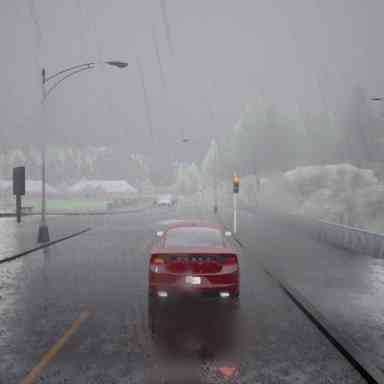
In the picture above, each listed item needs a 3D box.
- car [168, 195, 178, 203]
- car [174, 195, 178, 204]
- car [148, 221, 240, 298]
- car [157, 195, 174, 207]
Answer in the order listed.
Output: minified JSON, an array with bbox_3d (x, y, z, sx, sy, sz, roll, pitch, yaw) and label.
[{"bbox_3d":[-4.052,1.500,70.905,1.837,1.490,4.892,0,0,0],"label":"car"},{"bbox_3d":[-4.125,1.526,60.740,1.812,1.442,4.674,0,0,1],"label":"car"},{"bbox_3d":[0.053,1.478,8.591,1.882,1.535,5.008,0,0,0],"label":"car"},{"bbox_3d":[-4.132,1.526,50.822,1.812,1.442,4.674,0,0,0],"label":"car"}]
